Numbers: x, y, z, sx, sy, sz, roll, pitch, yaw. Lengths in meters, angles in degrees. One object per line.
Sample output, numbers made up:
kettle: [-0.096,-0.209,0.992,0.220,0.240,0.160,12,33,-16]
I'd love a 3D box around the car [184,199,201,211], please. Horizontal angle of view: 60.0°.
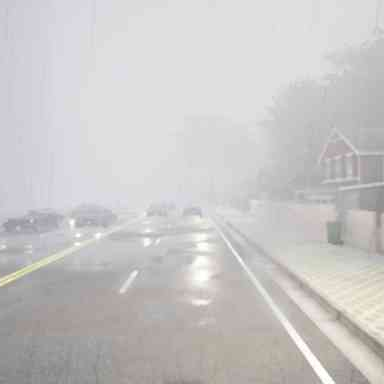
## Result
car: [0.074,1.754,45.154,2.128,1.511,4.902,0,0,1]

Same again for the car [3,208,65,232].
car: [-9.822,1.719,21.021,1.895,1.301,4.718,0,0,0]

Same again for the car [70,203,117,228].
car: [-6.478,1.729,22.895,1.994,1.385,4.181,0,0,0]

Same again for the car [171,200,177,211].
car: [-3.172,1.828,45.326,1.994,1.385,4.181,0,0,1]

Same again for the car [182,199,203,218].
car: [0.032,1.706,32.152,1.812,1.442,4.674,0,0,0]

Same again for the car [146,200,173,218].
car: [-3.216,1.783,32.418,1.895,1.301,4.718,0,0,0]
